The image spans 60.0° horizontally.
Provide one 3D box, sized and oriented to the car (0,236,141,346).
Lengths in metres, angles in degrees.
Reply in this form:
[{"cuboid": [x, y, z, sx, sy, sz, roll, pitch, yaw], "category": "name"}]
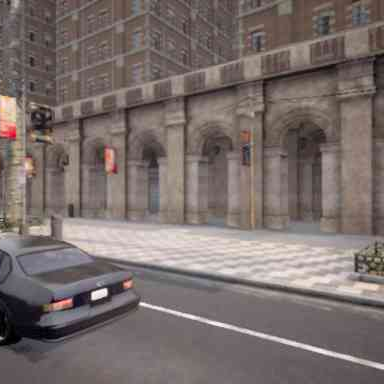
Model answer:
[{"cuboid": [-3.417, 1.586, 6.432, 5.357, 1.411, 2.033, 0, 0, 36], "category": "car"}]
